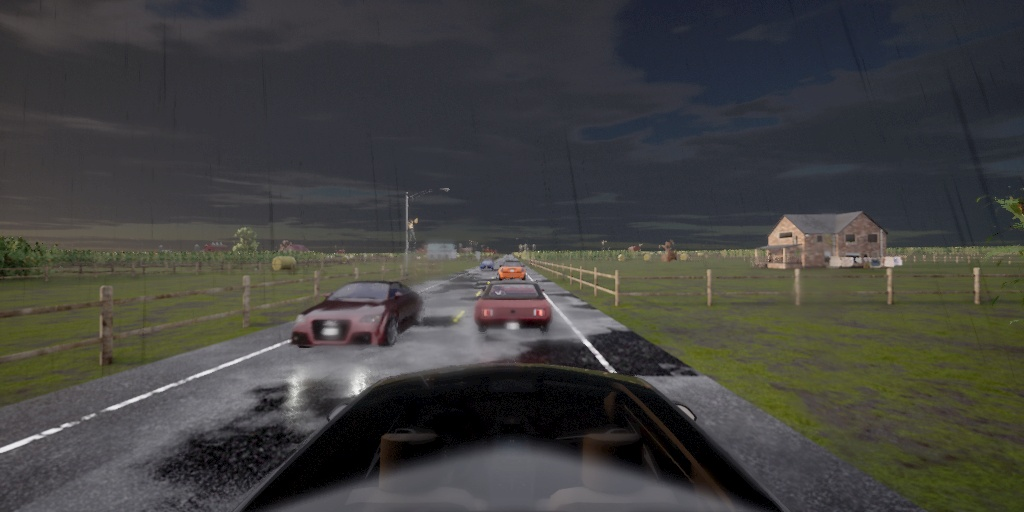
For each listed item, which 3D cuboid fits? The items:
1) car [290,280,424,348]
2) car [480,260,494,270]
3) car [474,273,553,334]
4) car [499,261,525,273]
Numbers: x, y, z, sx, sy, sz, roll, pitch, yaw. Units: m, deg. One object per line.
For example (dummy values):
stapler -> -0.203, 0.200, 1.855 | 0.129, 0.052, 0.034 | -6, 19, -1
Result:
car -> -3.615, 1.331, 9.151 | 1.994, 1.385, 4.181 | 0, 0, 0
car -> -3.619, 1.345, 53.006 | 1.882, 1.535, 5.008 | 0, 0, 0
car -> 0.045, 1.371, 10.694 | 1.895, 1.301, 4.718 | 0, 0, 0
car -> 0.016, 1.154, 29.541 | 2.097, 1.767, 4.553 | 0, 0, 0
